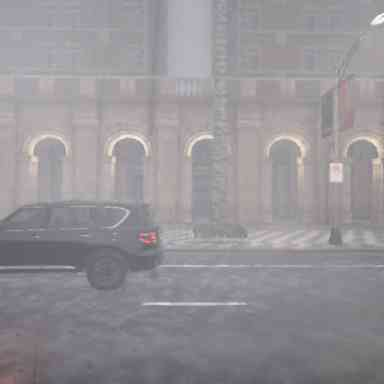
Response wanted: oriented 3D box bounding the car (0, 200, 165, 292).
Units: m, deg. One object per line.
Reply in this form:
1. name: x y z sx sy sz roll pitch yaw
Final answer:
1. car: -3.485 1.230 8.533 5.566 2.045 2.150 0 0 -1
